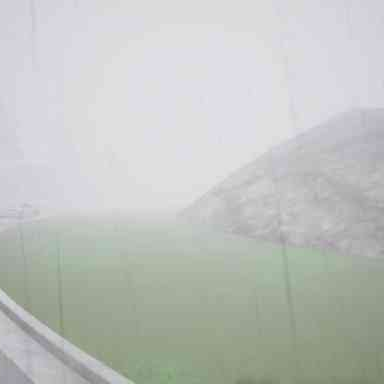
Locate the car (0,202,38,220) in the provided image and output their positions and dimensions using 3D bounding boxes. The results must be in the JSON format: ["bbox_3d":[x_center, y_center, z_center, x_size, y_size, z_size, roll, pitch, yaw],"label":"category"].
[{"bbox_3d":[-15.158,1.632,29.059,1.812,1.442,4.674,0,0,-3],"label":"car"}]
